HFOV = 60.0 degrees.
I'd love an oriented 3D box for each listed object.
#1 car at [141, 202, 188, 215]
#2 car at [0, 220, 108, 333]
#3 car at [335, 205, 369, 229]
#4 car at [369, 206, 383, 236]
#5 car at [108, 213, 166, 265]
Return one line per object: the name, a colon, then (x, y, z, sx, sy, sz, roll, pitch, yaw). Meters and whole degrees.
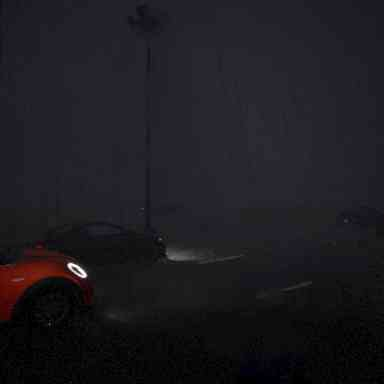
car: (-2.724, 1.693, 33.083, 4.718, 1.301, 1.895, 0, 0, -41)
car: (-3.974, 1.361, 5.321, 4.553, 1.767, 2.097, 0, 0, -36)
car: (11.172, 1.581, 21.999, 4.674, 1.442, 1.812, 0, 0, -42)
car: (11.489, 1.524, 17.608, 5.008, 1.535, 1.882, 0, 0, -41)
car: (-2.909, 1.585, 10.439, 4.181, 1.385, 1.994, 0, 0, -37)
